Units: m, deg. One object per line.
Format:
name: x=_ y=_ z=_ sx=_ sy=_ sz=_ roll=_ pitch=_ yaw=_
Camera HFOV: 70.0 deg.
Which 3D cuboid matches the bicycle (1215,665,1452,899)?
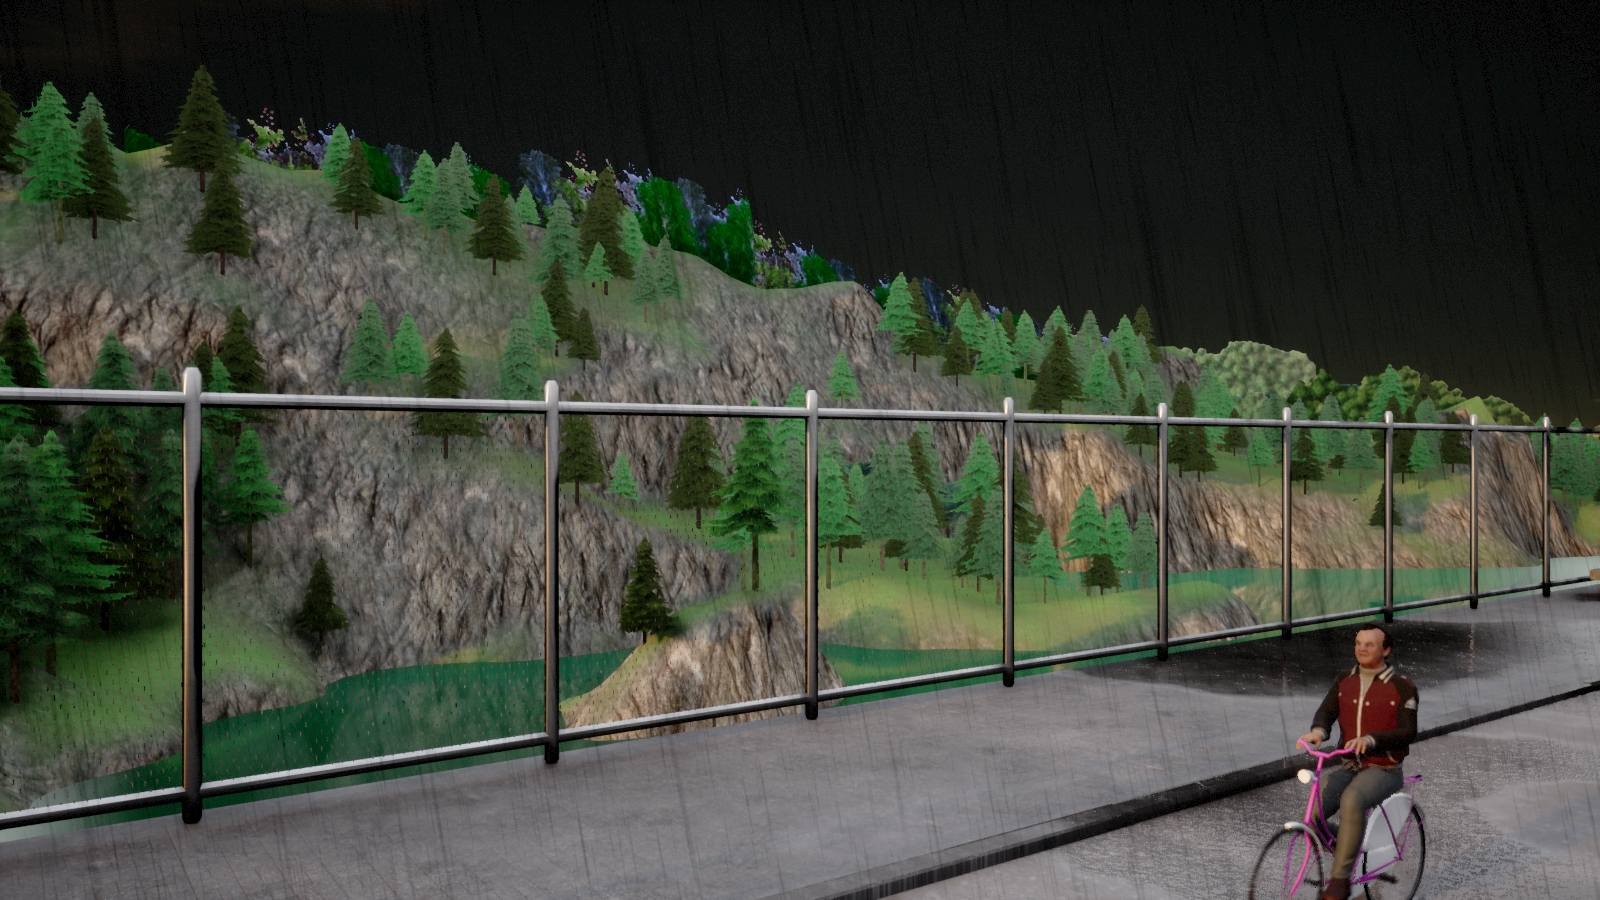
bicycle: x=3.093 y=2.054 z=6.541 sx=1.835 sy=1.471 sz=0.329 roll=3 pitch=-2 yaw=-35
